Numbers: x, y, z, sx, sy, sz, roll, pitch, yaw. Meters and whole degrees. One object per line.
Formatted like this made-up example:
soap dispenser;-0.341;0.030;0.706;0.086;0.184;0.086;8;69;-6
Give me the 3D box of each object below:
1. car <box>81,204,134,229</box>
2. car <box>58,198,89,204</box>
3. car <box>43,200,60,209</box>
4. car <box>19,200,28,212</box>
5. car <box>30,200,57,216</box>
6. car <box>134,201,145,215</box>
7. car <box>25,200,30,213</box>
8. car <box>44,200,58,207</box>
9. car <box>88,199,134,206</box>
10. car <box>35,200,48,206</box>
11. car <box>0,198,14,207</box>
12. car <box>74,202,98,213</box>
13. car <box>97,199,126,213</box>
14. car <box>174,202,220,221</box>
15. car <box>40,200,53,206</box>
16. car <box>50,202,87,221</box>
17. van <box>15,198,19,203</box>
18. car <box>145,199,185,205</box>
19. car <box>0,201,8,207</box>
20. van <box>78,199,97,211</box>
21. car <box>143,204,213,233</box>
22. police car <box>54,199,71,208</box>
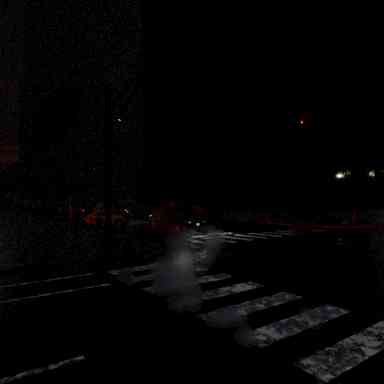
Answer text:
car;-6.279;1.844;24.381;1.752;1.417;4.829;-1;0;-35
car;-13.760;1.755;39.544;2.150;2.045;5.566;0;-1;-35
car;-26.891;2.384;63.527;1.837;1.490;4.892;0;-2;-35
car;-23.358;2.157;48.416;1.967;1.590;4.097;-1;0;-35
car;-17.701;1.901;40.451;2.192;1.841;5.009;-1;0;-35
car;-5.302;2.005;37.751;1.802;1.307;4.206;-1;0;-35
car;-20.526;2.196;44.434;1.887;1.381;4.507;-1;0;-35
car;-31.735;2.596;74.929;1.947;1.339;4.313;-1;0;-35
car;-7.556;1.740;30.797;2.097;1.767;4.553;0;-1;-35
car;-37.762;2.711;83.411;2.008;1.369;4.403;-1;0;-35
car;-41.294;2.667;73.662;1.887;1.381;4.507;-1;0;-35
car;-14.878;2.170;46.621;1.994;1.385;4.181;0;-1;-35
car;-11.191;1.876;46.051;2.192;1.841;5.009;-1;0;-35
car;0.581;1.829;29.450;1.887;1.381;4.507;-1;0;-35
car;-34.749;2.661;79.170;1.947;1.339;4.313;-1;0;-35
car;-12.036;2.004;32.485;2.008;1.369;4.403;-1;0;-35
van;-26.190;2.123;52.399;1.690;1.788;3.998;-1;0;-35
car;-2.366;1.669;33.601;2.192;1.841;5.009;-1;0;-35
car;-44.407;2.771;78.045;1.802;1.307;4.206;-1;0;-35
van;-17.074;2.038;54.352;1.690;1.788;3.998;-1;0;-35
car;-1.047;1.742;21.704;1.837;1.490;4.892;0;-1;-36
police car;-25.460;2.308;65.428;1.930;1.638;5.238;0;-1;-35
